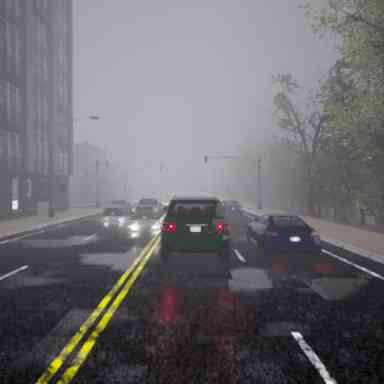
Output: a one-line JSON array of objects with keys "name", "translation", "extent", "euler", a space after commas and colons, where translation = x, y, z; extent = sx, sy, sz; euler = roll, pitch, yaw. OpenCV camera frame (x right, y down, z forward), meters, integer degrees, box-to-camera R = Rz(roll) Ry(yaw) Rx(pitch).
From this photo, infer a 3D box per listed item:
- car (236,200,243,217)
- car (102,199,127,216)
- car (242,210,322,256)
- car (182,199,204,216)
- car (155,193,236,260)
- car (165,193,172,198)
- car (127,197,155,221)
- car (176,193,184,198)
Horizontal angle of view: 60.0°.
[{"name": "car", "translation": [3.354, 1.380, 29.416], "extent": [2.033, 1.411, 5.357], "euler": [0, 0, 0]}, {"name": "car", "translation": [-6.559, 1.377, 30.210], "extent": [2.033, 1.411, 5.357], "euler": [0, 0, 0]}, {"name": "car", "translation": [3.351, 1.491, 12.810], "extent": [1.994, 1.385, 4.181], "euler": [0, 0, 0]}, {"name": "car", "translation": [0.105, 1.422, 31.538], "extent": [1.895, 1.301, 4.718], "euler": [0, 0, 0]}, {"name": "car", "translation": [0.102, 1.151, 12.186], "extent": [2.150, 2.045, 5.566], "euler": [0, 0, 0]}, {"name": "car", "translation": [-6.618, 1.069, 93.980], "extent": [1.895, 1.301, 4.718], "euler": [0, 0, 0]}, {"name": "car", "translation": [-3.330, 1.206, 25.579], "extent": [2.097, 1.767, 4.553], "euler": [0, 0, 0]}, {"name": "car", "translation": [-3.368, 0.951, 94.019], "extent": [1.882, 1.535, 5.008], "euler": [0, 0, 0]}]
